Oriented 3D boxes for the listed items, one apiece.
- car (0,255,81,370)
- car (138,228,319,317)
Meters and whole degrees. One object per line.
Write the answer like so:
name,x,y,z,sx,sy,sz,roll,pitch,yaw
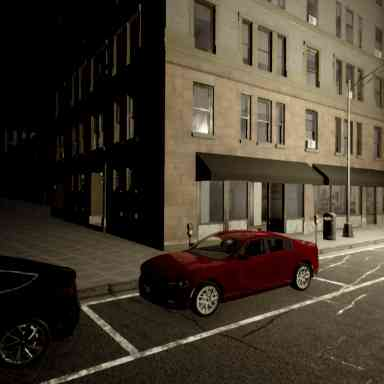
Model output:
car,-3.635,1.566,4.166,4.313,1.339,1.947,0,1,-35
car,0.987,1.545,7.455,4.507,1.381,1.887,0,1,-35
